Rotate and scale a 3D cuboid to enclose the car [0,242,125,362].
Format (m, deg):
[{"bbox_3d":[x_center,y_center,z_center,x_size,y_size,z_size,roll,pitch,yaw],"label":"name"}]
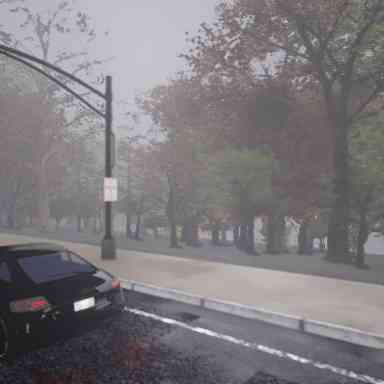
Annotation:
[{"bbox_3d":[-3.185,1.636,6.094,4.181,1.385,1.994,-1,-1,37],"label":"car"}]
